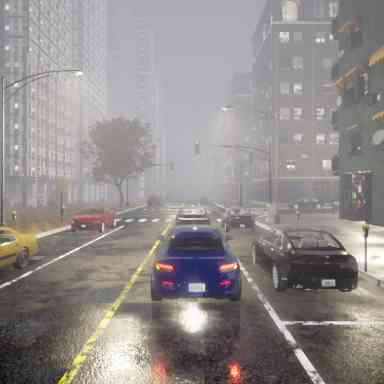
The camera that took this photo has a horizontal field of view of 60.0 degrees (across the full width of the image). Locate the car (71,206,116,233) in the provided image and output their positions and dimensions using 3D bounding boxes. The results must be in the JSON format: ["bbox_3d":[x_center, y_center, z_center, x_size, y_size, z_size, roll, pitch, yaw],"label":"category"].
[{"bbox_3d":[-5.723,1.549,19.762,1.887,1.381,4.507,0,0,0],"label":"car"}]

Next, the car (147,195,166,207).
[{"bbox_3d":[-5.783,1.349,52.150,2.192,1.841,5.009,0,0,0],"label":"car"}]

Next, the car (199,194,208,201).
[{"bbox_3d":[2.558,1.630,74.256,1.947,1.339,4.313,0,0,0],"label":"car"}]

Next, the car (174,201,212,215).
[{"bbox_3d":[0.048,1.495,18.293,2.128,1.511,4.902,0,0,0],"label":"car"}]

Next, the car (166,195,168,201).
[{"bbox_3d":[-5.793,1.607,57.673,1.947,1.339,4.313,0,0,0],"label":"car"}]

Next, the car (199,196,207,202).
[{"bbox_3d":[2.548,1.599,79.949,1.752,1.417,4.829,0,0,0],"label":"car"}]

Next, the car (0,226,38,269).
[{"bbox_3d":[-5.703,1.526,8.526,1.752,1.417,4.829,0,0,0],"label":"car"}]

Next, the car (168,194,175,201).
[{"bbox_3d":[-5.843,1.650,85.288,1.947,1.339,4.313,0,0,0],"label":"car"}]

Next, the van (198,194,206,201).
[{"bbox_3d":[2.537,1.425,85.303,1.690,1.788,3.998,0,0,0],"label":"van"}]

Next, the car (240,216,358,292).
[{"bbox_3d":[2.677,1.552,8.711,2.008,1.369,4.403,0,0,0],"label":"car"}]

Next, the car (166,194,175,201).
[{"bbox_3d":[-5.854,1.410,90.810,2.192,1.841,5.009,0,0,0],"label":"car"}]

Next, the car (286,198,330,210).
[{"bbox_3d":[13.358,1.359,39.202,4.403,1.369,2.008,-1,1,-1],"label":"car"}]

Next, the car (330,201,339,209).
[{"bbox_3d":[18.755,1.259,39.267,4.829,1.417,1.752,-1,1,-1],"label":"car"}]

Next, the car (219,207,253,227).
[{"bbox_3d":[2.657,1.555,19.777,2.008,1.369,4.403,0,0,0],"label":"car"}]

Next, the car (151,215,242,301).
[{"bbox_3d":[0.079,1.526,8.190,1.812,1.442,4.674,0,0,0],"label":"car"}]
